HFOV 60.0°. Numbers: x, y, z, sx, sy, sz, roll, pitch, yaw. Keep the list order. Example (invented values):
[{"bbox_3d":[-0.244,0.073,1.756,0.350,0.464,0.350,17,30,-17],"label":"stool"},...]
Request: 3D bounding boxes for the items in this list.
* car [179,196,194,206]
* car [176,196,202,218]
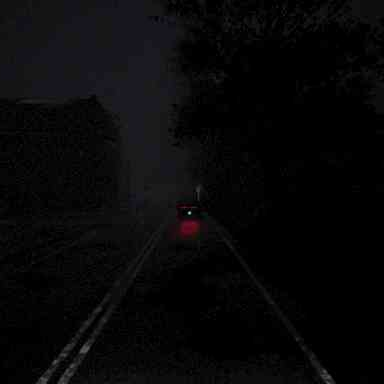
[{"bbox_3d":[-0.821,1.247,47.032,1.895,1.301,4.718,0,1,-2],"label":"car"},{"bbox_3d":[-0.241,1.347,28.006,1.837,1.490,4.892,0,0,-1],"label":"car"}]
